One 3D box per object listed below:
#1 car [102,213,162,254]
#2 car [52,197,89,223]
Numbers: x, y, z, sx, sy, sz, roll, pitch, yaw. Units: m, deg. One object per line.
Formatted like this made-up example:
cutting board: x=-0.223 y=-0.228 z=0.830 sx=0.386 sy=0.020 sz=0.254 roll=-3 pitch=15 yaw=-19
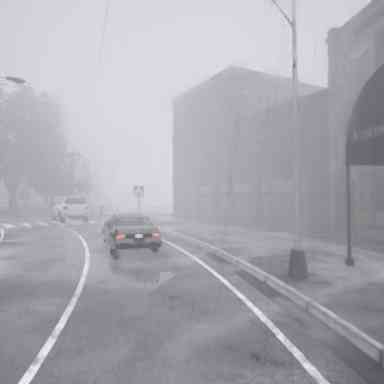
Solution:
car: x=-2.632 y=1.569 z=13.796 sx=2.033 sy=1.411 sz=5.357 roll=0 pitch=0 yaw=-19
car: x=-10.193 y=1.431 z=27.758 sx=2.150 sy=2.045 sz=5.566 roll=0 pitch=-1 yaw=-31
